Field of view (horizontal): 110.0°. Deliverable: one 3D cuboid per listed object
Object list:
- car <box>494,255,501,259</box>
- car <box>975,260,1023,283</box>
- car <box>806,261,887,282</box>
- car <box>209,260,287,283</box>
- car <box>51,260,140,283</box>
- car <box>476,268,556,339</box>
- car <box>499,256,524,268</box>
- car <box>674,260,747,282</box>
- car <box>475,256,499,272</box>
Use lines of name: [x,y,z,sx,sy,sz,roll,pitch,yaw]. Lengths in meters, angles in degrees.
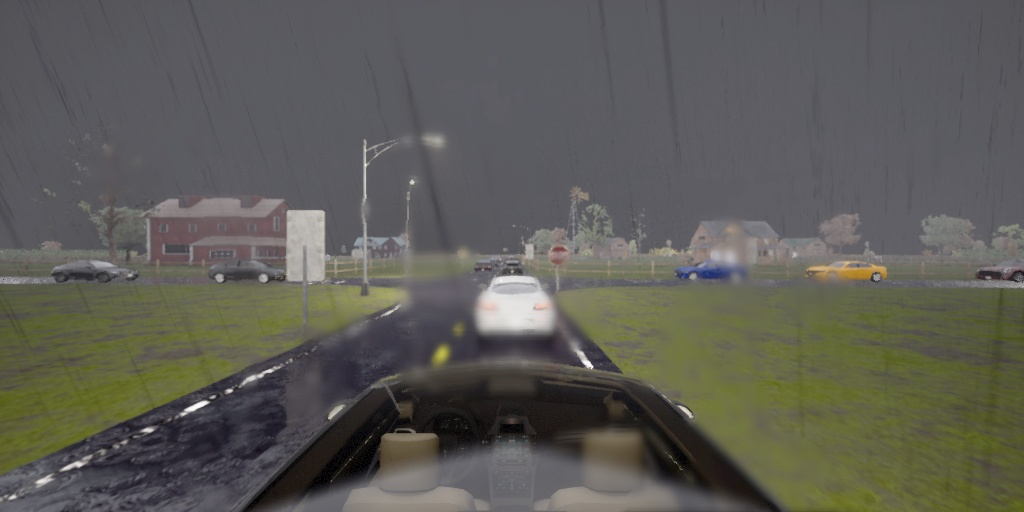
car: [-2.921,0.898,52.760,2.033,1.411,5.357,0,1,0]
car: [37.760,1.062,26.725,4.553,1.767,2.097,1,1,0]
car: [24.890,1.127,26.816,5.008,1.535,1.882,0,1,0]
car: [-17.509,1.034,24.107,4.892,1.490,1.837,0,1,0]
car: [-28.051,1.025,24.170,4.674,1.442,1.812,0,1,0]
car: [0.087,1.215,9.708,1.812,1.442,4.674,0,0,0]
car: [0.042,1.016,32.687,1.837,1.490,4.892,0,0,0]
car: [14.783,1.086,26.876,5.008,1.535,1.882,0,1,0]
car: [-2.948,1.003,39.766,2.033,1.411,5.357,0,0,1]
